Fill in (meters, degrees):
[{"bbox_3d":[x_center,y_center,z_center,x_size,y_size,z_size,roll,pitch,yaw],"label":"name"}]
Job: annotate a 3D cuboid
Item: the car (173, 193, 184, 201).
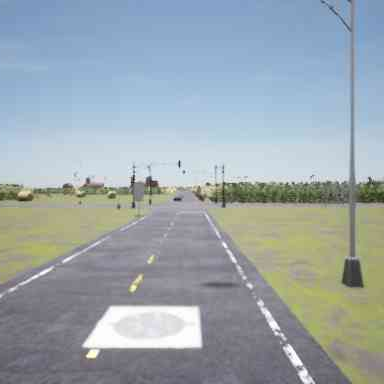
[{"bbox_3d":[-3.268,1.401,74.158,1.895,1.301,4.718,0,0,-1],"label":"car"}]
